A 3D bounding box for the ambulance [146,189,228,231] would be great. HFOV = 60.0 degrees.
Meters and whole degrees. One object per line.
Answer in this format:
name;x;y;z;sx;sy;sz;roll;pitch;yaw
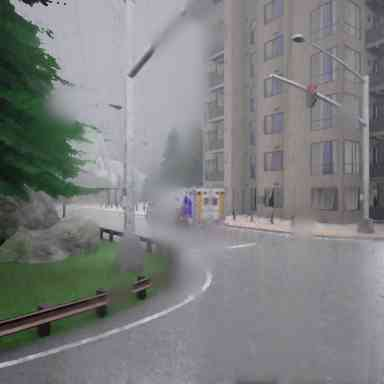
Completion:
ambulance;-0.660;1.046;21.103;2.351;2.431;6.366;0;0;-36
